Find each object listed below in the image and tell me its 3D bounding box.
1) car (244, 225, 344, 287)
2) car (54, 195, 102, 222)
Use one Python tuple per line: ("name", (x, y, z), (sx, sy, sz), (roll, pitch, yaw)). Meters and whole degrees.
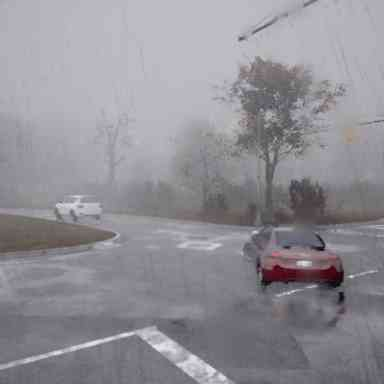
("car", (2.749, 1.629, 9.649), (1.994, 1.385, 4.181), (1, 0, 4))
("car", (-9.609, 1.307, 27.886), (2.150, 2.045, 5.566), (1, -1, -42))
